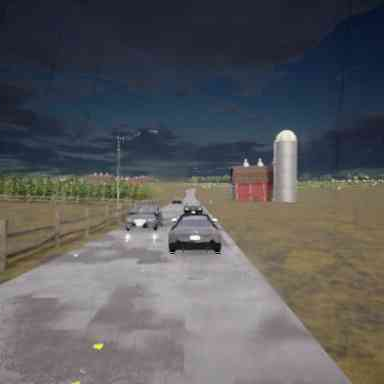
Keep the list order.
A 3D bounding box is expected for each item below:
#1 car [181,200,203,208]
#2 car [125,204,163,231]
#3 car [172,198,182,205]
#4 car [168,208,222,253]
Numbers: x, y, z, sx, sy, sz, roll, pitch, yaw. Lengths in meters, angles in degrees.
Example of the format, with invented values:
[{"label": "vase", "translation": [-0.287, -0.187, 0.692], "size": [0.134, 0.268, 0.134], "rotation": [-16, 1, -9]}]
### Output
[{"label": "car", "translation": [0.122, 1.633, 33.480], "size": [1.895, 1.301, 4.718], "rotation": [0, 0, 0]}, {"label": "car", "translation": [-2.833, 1.498, 20.458], "size": [2.128, 1.511, 4.902], "rotation": [0, 0, 0]}, {"label": "car", "translation": [-2.718, 1.785, 61.654], "size": [1.895, 1.301, 4.718], "rotation": [0, 0, 1]}, {"label": "car", "translation": [0.109, 1.568, 13.654], "size": [1.994, 1.385, 4.181], "rotation": [0, 0, 0]}]
